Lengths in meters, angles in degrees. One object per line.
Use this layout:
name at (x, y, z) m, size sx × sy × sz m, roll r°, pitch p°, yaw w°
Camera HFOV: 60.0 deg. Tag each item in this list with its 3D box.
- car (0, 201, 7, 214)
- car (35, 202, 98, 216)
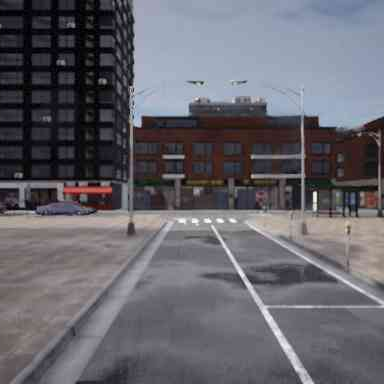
car at (-21.567, 1.453, 33.913) m, size 4.553 × 1.767 × 2.097 m, roll 0°, pitch 0°, yaw 0°
car at (-11.609, 1.606, 30.979) m, size 5.357 × 1.411 × 2.033 m, roll 0°, pitch 0°, yaw 0°
